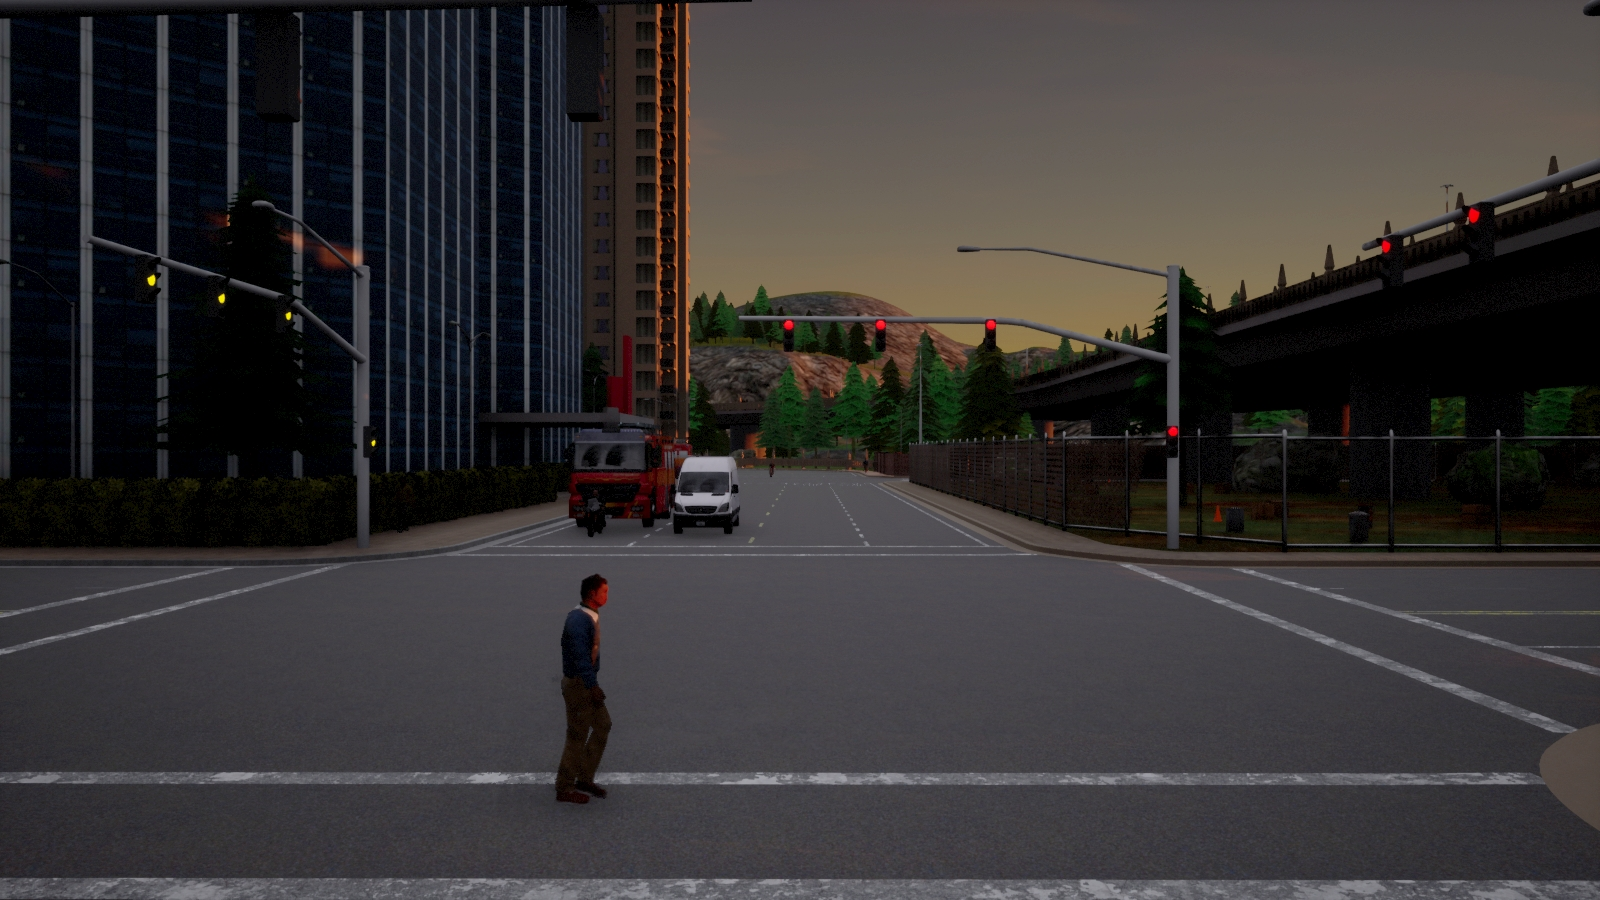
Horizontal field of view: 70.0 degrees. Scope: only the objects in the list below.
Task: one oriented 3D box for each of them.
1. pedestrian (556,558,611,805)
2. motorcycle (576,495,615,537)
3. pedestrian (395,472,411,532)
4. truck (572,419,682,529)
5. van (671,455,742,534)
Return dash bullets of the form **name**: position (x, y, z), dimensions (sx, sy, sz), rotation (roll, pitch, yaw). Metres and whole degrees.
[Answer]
- **pedestrian**: position (-1.696, 1.798, 8.978), dimensions (0.375, 1.860, 0.375), rotation (0, 0, -4)
- **motorcycle**: position (-6.735, 2.150, 37.693), dimensions (0.867, 1.251, 2.209), rotation (0, 0, 0)
- **pedestrian**: position (-12.570, 1.642, 36.149), dimensions (0.375, 1.860, 0.375), rotation (0, 0, 3)
- **truck**: position (-6.445, 0.835, 43.975), dimensions (2.891, 3.827, 8.468), rotation (0, 0, 0)
- **van**: position (-3.226, 1.479, 40.346), dimensions (1.988, 2.561, 5.915), rotation (0, 0, 0)
